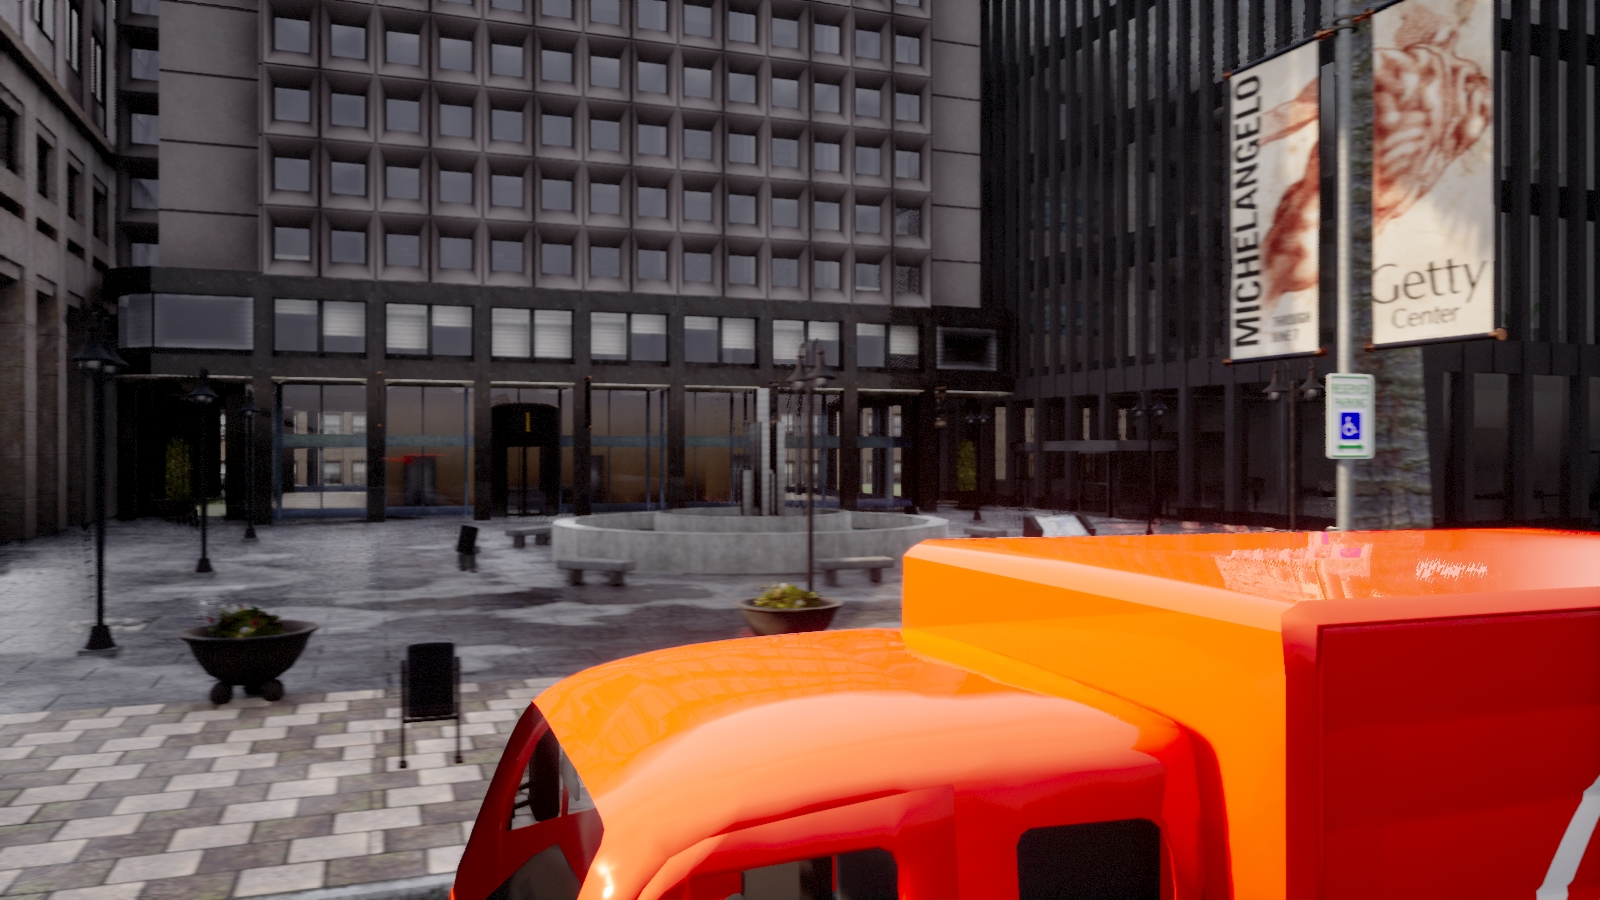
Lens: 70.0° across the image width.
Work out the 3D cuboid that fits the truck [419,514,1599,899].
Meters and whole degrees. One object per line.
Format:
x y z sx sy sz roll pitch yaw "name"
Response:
1.498 1.568 3.844 5.204 2.467 2.627 0 0 -20 "truck"
